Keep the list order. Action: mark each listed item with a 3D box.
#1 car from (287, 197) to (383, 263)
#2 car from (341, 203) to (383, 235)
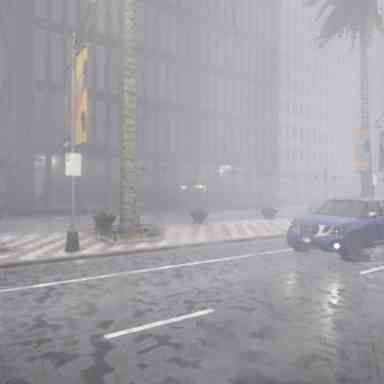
[{"bbox_3d":[5.992,1.219,12.351,5.566,2.045,2.150,0,0,-35],"label":"car"},{"bbox_3d":[11.222,1.490,19.576,4.892,1.521,2.231,0,0,-34],"label":"car"}]
